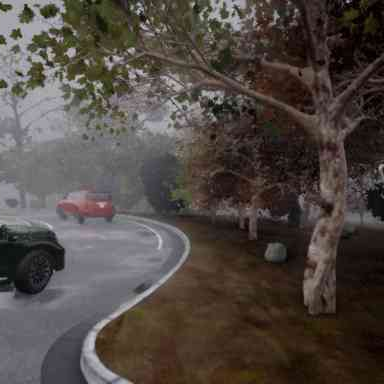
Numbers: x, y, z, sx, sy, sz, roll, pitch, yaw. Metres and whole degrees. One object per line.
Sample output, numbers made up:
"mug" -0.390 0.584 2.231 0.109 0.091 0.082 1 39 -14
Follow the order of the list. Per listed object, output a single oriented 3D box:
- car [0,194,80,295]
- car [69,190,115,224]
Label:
"car" -4.804 1.079 5.678 2.150 2.045 5.566 1 0 23
"car" -7.024 0.869 21.865 2.150 2.045 5.566 1 1 -38
